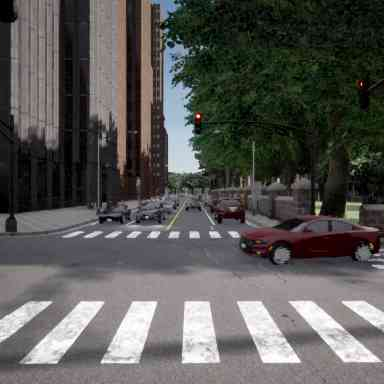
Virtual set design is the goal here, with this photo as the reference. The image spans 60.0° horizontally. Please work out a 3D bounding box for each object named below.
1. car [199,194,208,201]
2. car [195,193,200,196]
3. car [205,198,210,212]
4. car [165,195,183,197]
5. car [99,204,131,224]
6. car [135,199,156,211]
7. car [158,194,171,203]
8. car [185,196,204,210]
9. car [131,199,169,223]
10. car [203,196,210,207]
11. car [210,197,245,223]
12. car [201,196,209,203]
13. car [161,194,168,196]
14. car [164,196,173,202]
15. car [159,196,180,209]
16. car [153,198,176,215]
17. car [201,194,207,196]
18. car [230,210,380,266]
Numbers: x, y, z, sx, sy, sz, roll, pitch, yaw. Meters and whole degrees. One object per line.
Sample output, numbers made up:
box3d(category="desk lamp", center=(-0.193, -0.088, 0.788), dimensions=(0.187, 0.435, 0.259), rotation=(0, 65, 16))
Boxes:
box3d(category="car", center=(2.866, 1.400, 85.245), dimensions=(2.192, 1.841, 5.009), rotation=(0, 0, 0))
box3d(category="car", center=(0.170, 1.547, 64.876), dimensions=(2.128, 1.511, 4.902), rotation=(0, 0, 0))
box3d(category="car", center=(2.807, 1.588, 36.136), dimensions=(1.947, 1.339, 4.313), rotation=(0, 0, 0))
box3d(category="car", center=(-2.988, 1.590, 54.096), dimensions=(2.033, 1.411, 5.357), rotation=(0, 0, 0))
box3d(category="car", center=(-5.731, 1.577, 25.224), dimensions=(1.947, 1.339, 4.313), rotation=(0, 0, 0))
box3d(category="car", center=(-5.711, 1.579, 41.595), dimensions=(2.008, 1.369, 4.403), rotation=(0, 0, 0))
box3d(category="car", center=(-5.678, 1.375, 68.881), dimensions=(2.192, 1.841, 5.009), rotation=(0, 0, 0))
box3d(category="car", center=(0.157, 1.576, 42.276), dimensions=(2.033, 1.411, 5.357), rotation=(0, 0, 0))
box3d(category="car", center=(-3.075, 1.516, 25.496), dimensions=(1.837, 1.490, 4.892), rotation=(0, 0, 1))
box3d(category="car", center=(2.814, 1.579, 41.592), dimensions=(2.008, 1.369, 4.403), rotation=(0, 0, 0))
box3d(category="car", center=(2.794, 1.326, 25.223), dimensions=(2.192, 1.841, 5.009), rotation=(0, 0, 0))
box3d(category="car", center=(2.854, 1.593, 74.501), dimensions=(1.752, 1.417, 4.829), rotation=(0, 0, 0))
box3d(category="car", center=(-5.685, 1.635, 63.423), dimensions=(1.802, 1.307, 4.206), rotation=(0, 0, 0))
box3d(category="car", center=(-5.665, 1.621, 79.795), dimensions=(1.887, 1.381, 4.507), rotation=(0, 0, 0))
box3d(category="car", center=(-3.038, 1.595, 43.952), dimensions=(1.994, 1.385, 4.181), rotation=(0, 0, 0))
box3d(category="car", center=(-3.056, 1.622, 34.751), dimensions=(1.895, 1.301, 4.718), rotation=(0, 0, 0))
box3d(category="car", center=(2.827, 1.481, 52.505), dimensions=(1.967, 1.590, 4.097), rotation=(0, 0, 0))
box3d(category="car", center=(4.139, 1.582, 11.744), dimensions=(5.008, 1.535, 1.882), rotation=(1, 0, -15))
